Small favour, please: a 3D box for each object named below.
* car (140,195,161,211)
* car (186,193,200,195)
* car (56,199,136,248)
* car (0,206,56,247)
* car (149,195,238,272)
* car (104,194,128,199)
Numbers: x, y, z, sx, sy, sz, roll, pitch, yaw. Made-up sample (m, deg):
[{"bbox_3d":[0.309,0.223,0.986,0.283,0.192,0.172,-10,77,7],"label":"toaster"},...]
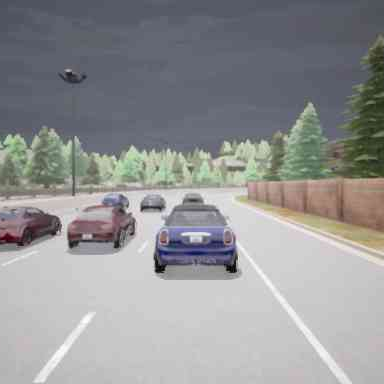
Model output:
[{"bbox_3d":[-3.413,0.911,29.713,1.994,1.385,4.181,0,1,0],"label":"car"},{"bbox_3d":[0.088,0.863,29.224,1.837,1.490,4.892,0,1,0],"label":"car"},{"bbox_3d":[-3.421,1.235,13.135,1.812,1.442,4.674,0,1,0],"label":"car"},{"bbox_3d":[-6.905,1.267,13.415,1.994,1.385,4.181,0,1,0],"label":"car"},{"bbox_3d":[0.096,1.125,10.184,2.097,1.767,4.553,0,1,0],"label":"car"},{"bbox_3d":[-6.926,0.862,30.198,1.812,1.442,4.674,0,1,0],"label":"car"}]
